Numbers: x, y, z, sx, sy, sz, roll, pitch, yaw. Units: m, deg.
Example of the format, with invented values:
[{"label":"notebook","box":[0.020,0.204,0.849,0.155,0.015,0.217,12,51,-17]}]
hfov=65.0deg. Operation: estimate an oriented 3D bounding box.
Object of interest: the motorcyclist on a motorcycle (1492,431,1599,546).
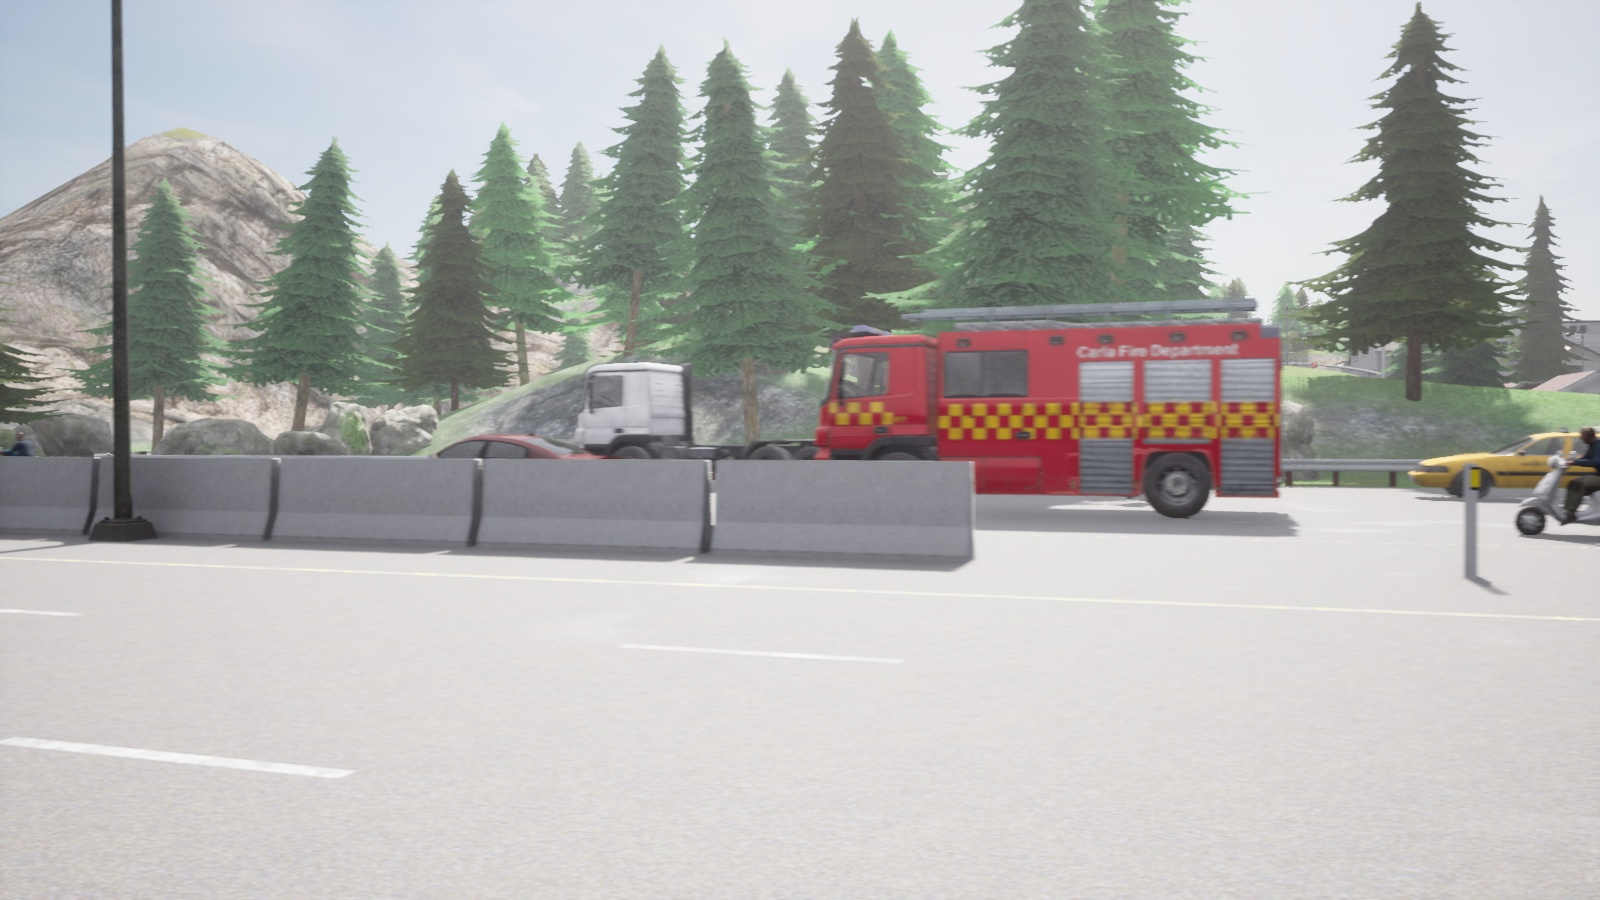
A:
[{"label":"motorcyclist on a motorcycle","box":[11.006,0.534,17.952,1.817,1.590,0.866,1,1,19]}]

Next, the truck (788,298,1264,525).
[{"label":"truck","box":[4.260,-0.705,23.898,8.468,3.827,2.891,1,1,19]}]

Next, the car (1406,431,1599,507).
[{"label":"car","box":[16.240,0.389,27.268,5.366,1.575,1.801,0,1,19]}]

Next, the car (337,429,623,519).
[{"label":"car","box":[-6.033,0.402,23.686,5.008,1.535,1.882,1,1,19]}]

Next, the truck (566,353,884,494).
[{"label":"truck","box":[-1.989,-0.698,33.387,7.936,3.462,2.891,1,1,19]}]
